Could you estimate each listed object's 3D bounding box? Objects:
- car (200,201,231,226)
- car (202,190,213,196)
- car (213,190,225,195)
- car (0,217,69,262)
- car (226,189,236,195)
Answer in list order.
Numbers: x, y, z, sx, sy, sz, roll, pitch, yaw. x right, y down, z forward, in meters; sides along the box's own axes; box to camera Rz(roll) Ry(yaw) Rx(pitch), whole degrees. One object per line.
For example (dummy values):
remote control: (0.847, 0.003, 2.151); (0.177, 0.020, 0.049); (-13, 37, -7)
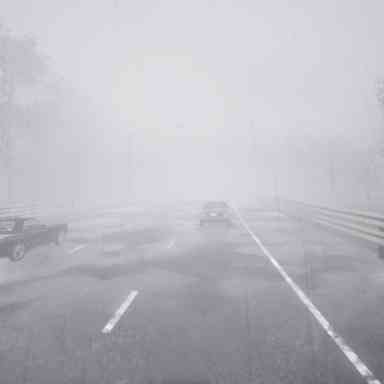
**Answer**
car: (1.446, 1.255, 20.497); (2.033, 1.411, 5.357); (-1, 1, 5)
car: (3.885, 0.309, 94.731); (2.033, 1.411, 5.357); (-1, 1, 10)
car: (7.413, 0.305, 94.588); (1.895, 1.301, 4.718); (-1, 1, 10)
car: (-6.229, 1.551, 11.862); (1.895, 1.301, 4.718); (-1, 1, 4)
car: (10.986, 0.003, 94.730); (2.097, 1.767, 4.553); (-1, 1, 10)
